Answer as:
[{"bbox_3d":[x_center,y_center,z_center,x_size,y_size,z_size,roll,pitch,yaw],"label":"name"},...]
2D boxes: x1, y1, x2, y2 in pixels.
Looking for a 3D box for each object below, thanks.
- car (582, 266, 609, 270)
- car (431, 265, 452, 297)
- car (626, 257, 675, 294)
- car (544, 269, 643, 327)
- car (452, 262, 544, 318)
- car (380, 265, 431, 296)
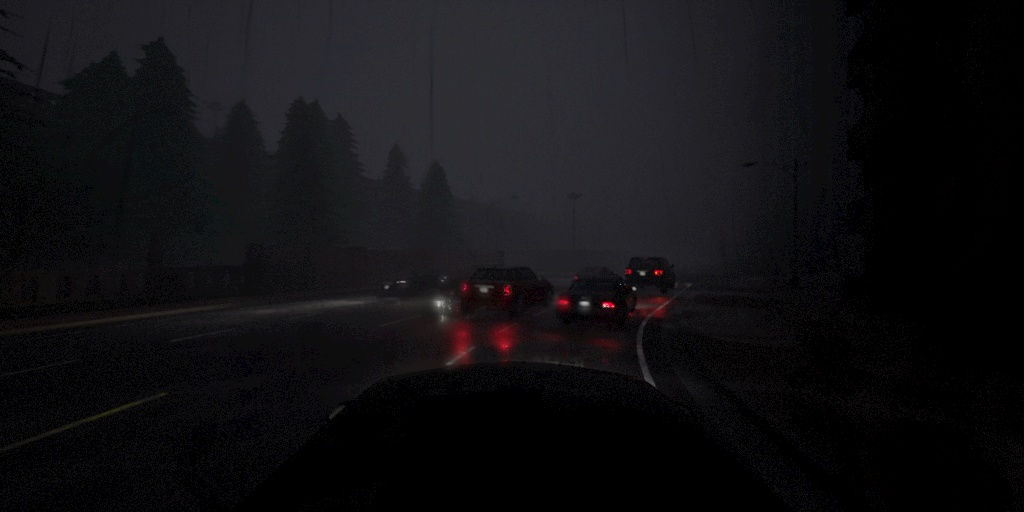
[{"bbox_3d":[5.691,1.382,23.921,2.033,1.411,5.357,0,0,31],"label":"car"},{"bbox_3d":[-1.697,1.147,18.571,2.097,1.767,4.553,0,0,29],"label":"car"},{"bbox_3d":[8.393,1.059,21.626,2.150,2.045,5.566,0,0,31],"label":"car"},{"bbox_3d":[2.952,1.337,11.849,2.033,1.411,5.357,0,0,24],"label":"car"},{"bbox_3d":[0.004,1.138,13.525,2.097,1.767,4.553,0,0,25],"label":"car"},{"bbox_3d":[-5.008,1.279,19.799,2.128,1.511,4.902,0,0,28],"label":"car"}]
